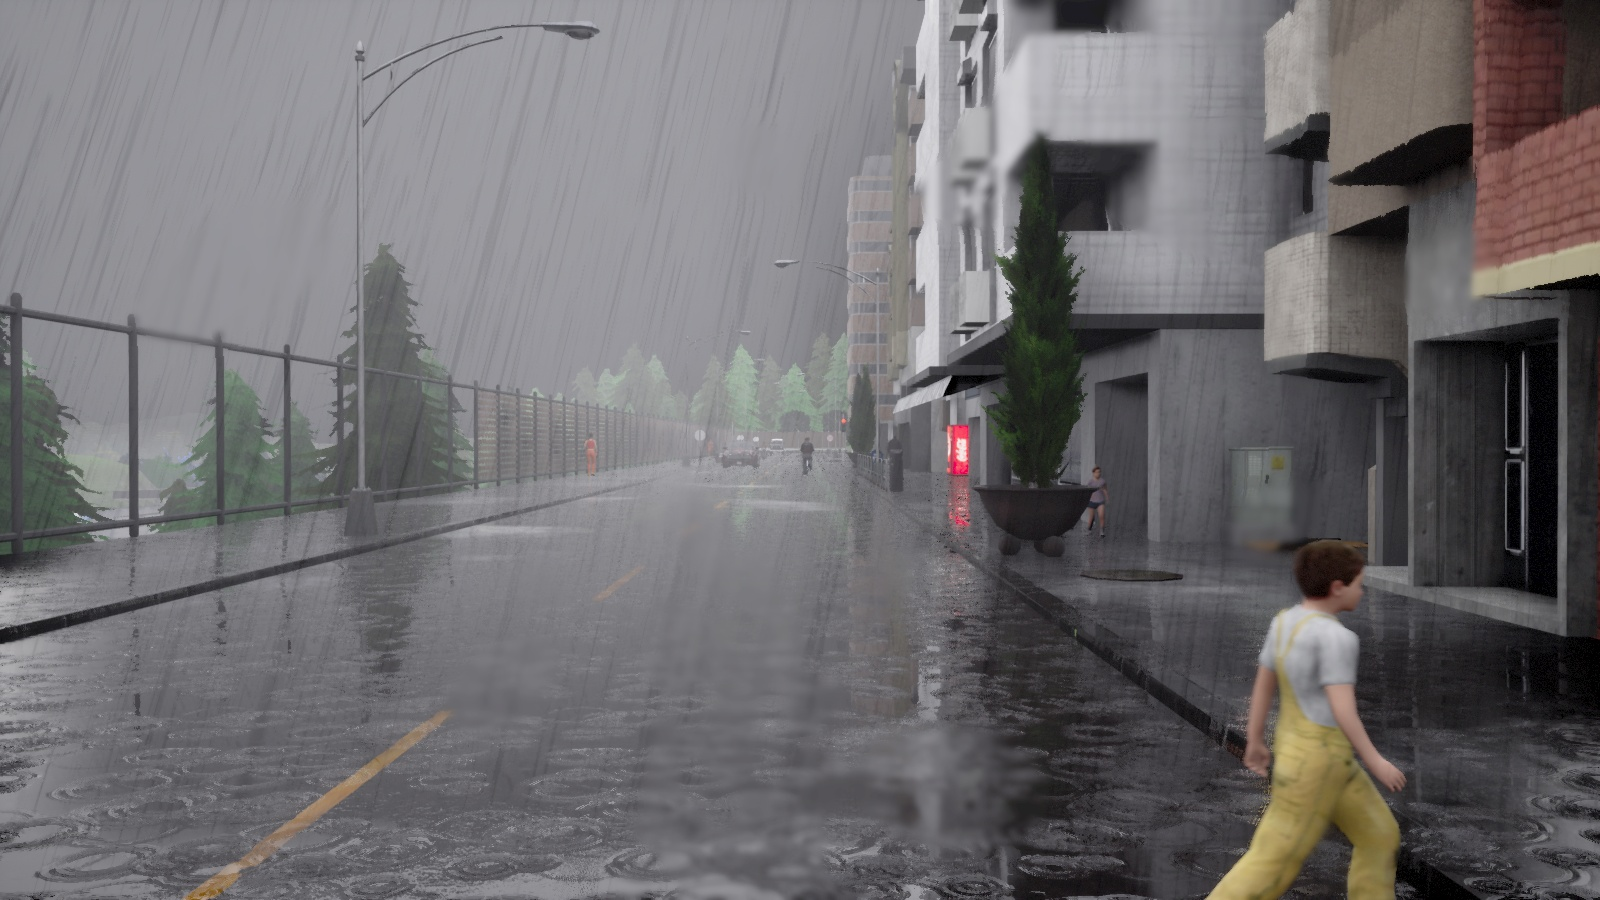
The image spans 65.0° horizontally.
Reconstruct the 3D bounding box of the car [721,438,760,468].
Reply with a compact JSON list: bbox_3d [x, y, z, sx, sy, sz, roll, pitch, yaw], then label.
[{"bbox_3d":[-3.564,0.177,76.019,2.097,1.767,4.553,0,0,0],"label":"car"}]

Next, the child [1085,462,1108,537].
[{"bbox_3d":[4.418,0.735,18.734,0.255,1.110,0.394,0,0,0],"label":"child"}]

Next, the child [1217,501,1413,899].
[{"bbox_3d":[1.428,0.781,3.511,0.437,1.263,0.270,0,0,3],"label":"child"}]

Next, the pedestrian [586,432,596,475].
[{"bbox_3d":[-8.869,0.151,53.364,0.345,1.836,0.594,0,0,-1],"label":"pedestrian"}]
